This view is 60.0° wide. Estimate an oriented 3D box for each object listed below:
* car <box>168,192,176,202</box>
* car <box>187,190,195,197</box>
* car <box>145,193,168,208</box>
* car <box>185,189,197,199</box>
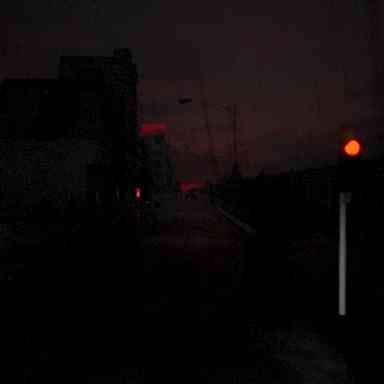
[{"bbox_3d":[-4.189,0.875,55.343,1.812,1.442,4.674,0,0,0],"label":"car"},{"bbox_3d":[-0.179,0.399,77.577,1.882,1.535,5.008,0,1,0],"label":"car"},{"bbox_3d":[-4.182,1.074,38.407,1.812,1.442,4.674,0,1,0],"label":"car"},{"bbox_3d":[-0.153,0.432,67.187,2.150,2.045,5.566,0,1,0],"label":"car"}]
